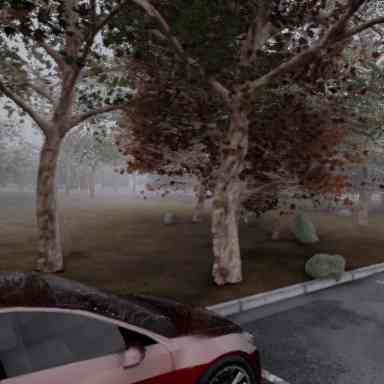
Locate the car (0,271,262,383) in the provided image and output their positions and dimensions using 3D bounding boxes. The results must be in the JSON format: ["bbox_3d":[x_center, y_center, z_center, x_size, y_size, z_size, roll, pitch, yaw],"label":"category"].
[{"bbox_3d":[-1.527,1.510,2.967,4.792,1.488,2.163,0,0,-33],"label":"car"}]
